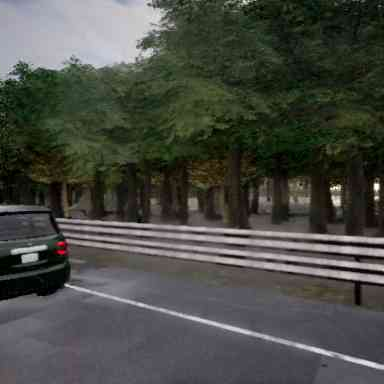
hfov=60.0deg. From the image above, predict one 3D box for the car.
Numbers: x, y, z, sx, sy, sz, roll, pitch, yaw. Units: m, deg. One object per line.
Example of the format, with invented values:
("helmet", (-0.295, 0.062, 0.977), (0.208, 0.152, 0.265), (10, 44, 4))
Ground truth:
("car", (-5.115, 1.306, 7.632), (5.566, 2.045, 2.150), (0, 0, 36))
